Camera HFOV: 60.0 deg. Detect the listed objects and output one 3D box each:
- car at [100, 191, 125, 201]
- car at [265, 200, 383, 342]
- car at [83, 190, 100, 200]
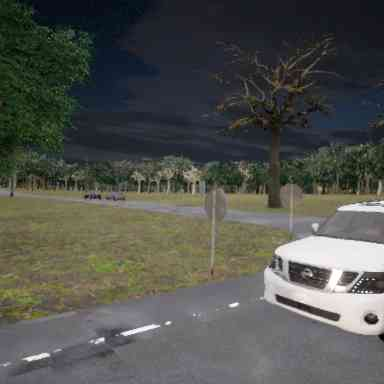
[{"bbox_3d":[-12.038,0.665,51.833,2.128,1.511,4.902,2,-1,-35],"label":"car"},{"bbox_3d":[3.935,1.222,6.660,5.566,2.045,2.150,-1,1,-35],"label":"car"},{"bbox_3d":[-18.022,0.476,60.156,2.097,1.767,4.553,2,-1,-36],"label":"car"}]
